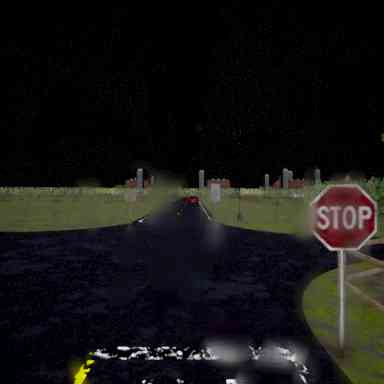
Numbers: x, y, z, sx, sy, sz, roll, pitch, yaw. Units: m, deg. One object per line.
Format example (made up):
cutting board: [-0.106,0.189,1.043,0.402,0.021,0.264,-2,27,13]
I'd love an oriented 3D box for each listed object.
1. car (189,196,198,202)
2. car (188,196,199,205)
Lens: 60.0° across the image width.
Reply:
car: [0.266,1.478,70.428,1.895,1.301,4.718,0,0,0]
car: [0.227,1.462,59.977,1.882,1.535,5.008,0,0,0]
